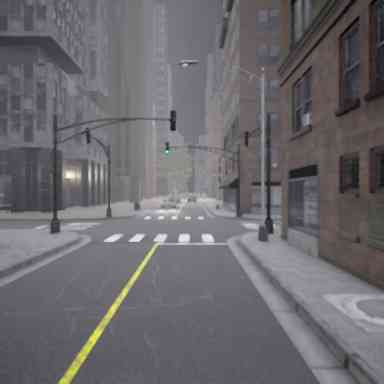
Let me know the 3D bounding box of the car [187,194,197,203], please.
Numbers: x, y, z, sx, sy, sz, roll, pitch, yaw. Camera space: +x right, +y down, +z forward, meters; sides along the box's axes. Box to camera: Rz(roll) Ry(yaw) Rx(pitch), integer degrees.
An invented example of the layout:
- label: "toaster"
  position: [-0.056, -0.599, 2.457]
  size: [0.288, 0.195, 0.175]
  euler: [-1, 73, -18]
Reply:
- label: "car"
  position: [-0.004, 1.386, 65.917]
  size: [2.128, 1.511, 4.902]
  euler: [0, 0, 0]

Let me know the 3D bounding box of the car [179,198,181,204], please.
- label: "car"
  position: [-3.042, 1.468, 59.879]
  size: [1.994, 1.385, 4.181]
  euler: [0, 0, 1]

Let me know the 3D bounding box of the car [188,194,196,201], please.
- label: "car"
  position: [-0.005, 1.228, 76.340]
  size: [1.812, 1.442, 4.674]
  euler: [0, 0, 0]

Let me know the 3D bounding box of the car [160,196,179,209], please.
- label: "car"
  position: [-3.086, 1.535, 43.632]
  size: [1.895, 1.301, 4.718]
  euler: [0, 0, 0]
